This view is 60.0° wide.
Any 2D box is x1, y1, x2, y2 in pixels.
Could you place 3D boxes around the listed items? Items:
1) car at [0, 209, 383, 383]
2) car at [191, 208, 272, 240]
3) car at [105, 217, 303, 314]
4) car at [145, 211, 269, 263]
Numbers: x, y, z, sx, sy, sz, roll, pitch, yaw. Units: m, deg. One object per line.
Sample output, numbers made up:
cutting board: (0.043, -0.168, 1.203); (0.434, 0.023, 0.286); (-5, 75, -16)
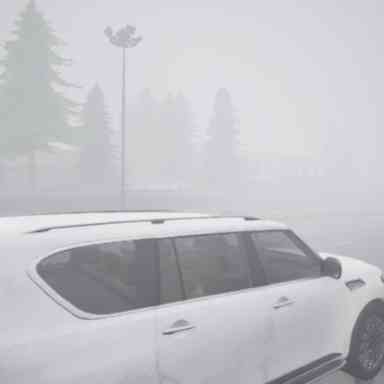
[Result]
car: (0.157, 1.237, 3.858); (5.566, 2.045, 2.150); (0, 0, -36)
car: (2.217, 1.643, 18.229); (4.181, 1.385, 1.994); (0, 0, -36)
car: (0.509, 1.540, 8.411); (4.892, 1.490, 1.837); (0, 0, -36)
car: (0.704, 1.576, 12.852); (4.674, 1.442, 1.812); (0, 0, -35)
